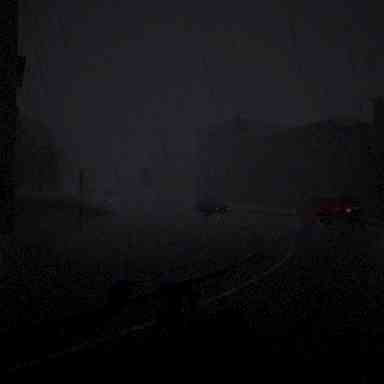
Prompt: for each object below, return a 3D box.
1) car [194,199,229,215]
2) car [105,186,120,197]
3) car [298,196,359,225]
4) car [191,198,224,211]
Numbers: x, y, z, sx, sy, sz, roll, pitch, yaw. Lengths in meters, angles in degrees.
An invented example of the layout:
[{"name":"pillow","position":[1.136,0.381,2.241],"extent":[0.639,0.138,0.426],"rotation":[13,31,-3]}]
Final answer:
[{"name":"car","position":[1.973,1.533,35.044],"extent":[1.882,1.535,5.008],"rotation":[1,-1,-27]},{"name":"car","position":[-17.144,-0.085,71.787],"extent":[2.150,2.045,5.566],"rotation":[1,3,-28]},{"name":"car","position":[10.056,1.326,24.906],"extent":[2.150,2.045,5.566],"rotation":[1,0,-9]},{"name":"car","position":[1.927,1.608,43.088],"extent":[2.128,1.511,4.902],"rotation":[1,0,-27]}]
